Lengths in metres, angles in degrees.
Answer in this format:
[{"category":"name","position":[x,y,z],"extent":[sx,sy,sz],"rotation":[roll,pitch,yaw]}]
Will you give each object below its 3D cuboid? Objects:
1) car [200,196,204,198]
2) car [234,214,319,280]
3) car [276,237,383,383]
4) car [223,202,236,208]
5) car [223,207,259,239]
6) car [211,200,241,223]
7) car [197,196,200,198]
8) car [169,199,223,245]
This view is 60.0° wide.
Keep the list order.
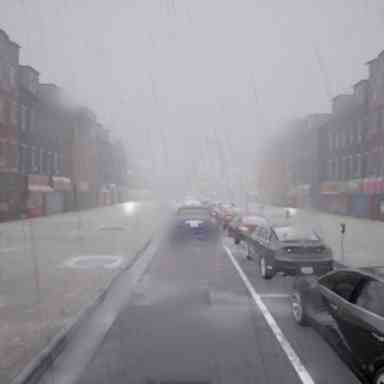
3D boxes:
[{"category":"car","position":[2.644,1.742,54.825],"extent":[1.887,1.381,4.507],"rotation":[-1,0,0]},{"category":"car","position":[2.634,1.561,9.819],"extent":[2.008,1.369,4.403],"rotation":[0,0,0]},{"category":"car","position":[2.633,1.569,4.193],"extent":[1.947,1.339,4.313],"rotation":[0,0,0]},{"category":"car","position":[2.637,1.580,21.070],"extent":[1.887,1.381,4.507],"rotation":[-1,0,0]},{"category":"car","position":[2.636,1.603,15.444],"extent":[1.802,1.307,4.206],"rotation":[-1,0,0]},{"category":"car","position":[2.637,1.494,26.696],"extent":[1.967,1.590,4.097],"rotation":[-1,0,0]},{"category":"car","position":[2.647,1.883,71.701],"extent":[2.008,1.369,4.403],"rotation":[-1,-1,0]},{"category":"car","position":[0.095,1.373,15.667],"extent":[2.097,1.767,4.553],"rotation":[0,0,0]}]
